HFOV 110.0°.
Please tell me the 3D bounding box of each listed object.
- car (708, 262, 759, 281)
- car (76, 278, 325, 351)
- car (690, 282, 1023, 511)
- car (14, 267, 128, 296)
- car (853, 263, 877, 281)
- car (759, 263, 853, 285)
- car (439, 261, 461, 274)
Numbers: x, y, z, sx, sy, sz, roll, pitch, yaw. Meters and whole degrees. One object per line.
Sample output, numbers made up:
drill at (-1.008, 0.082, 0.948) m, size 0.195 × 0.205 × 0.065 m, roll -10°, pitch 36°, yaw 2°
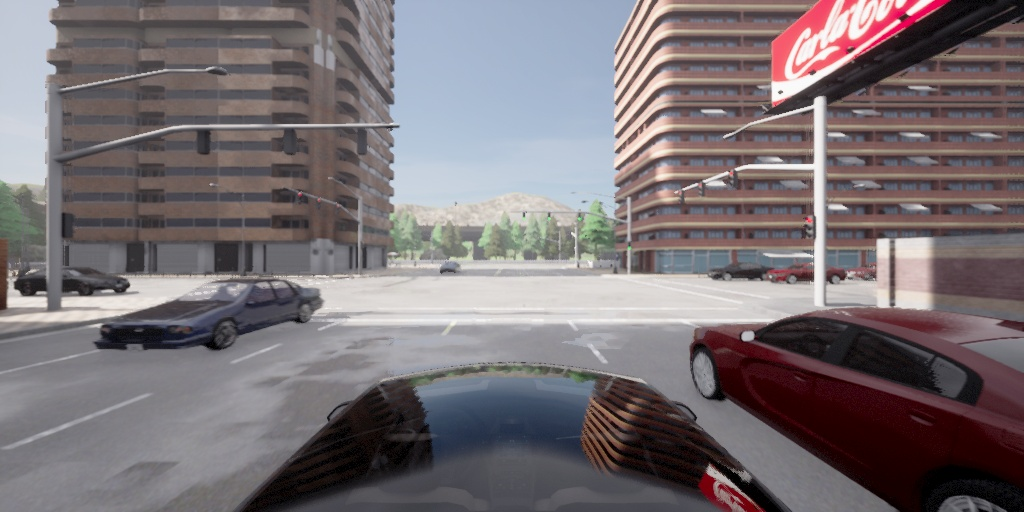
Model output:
car at (18.851, 1.257, 29.622) m, size 5.008 × 1.535 × 1.882 m, roll 0°, pitch 0°, yaw 0°
car at (-6.999, 1.304, 9.313) m, size 2.033 × 1.411 × 5.357 m, roll 0°, pitch 0°, yaw 0°
car at (3.602, 1.229, 3.404) m, size 1.882 × 1.535 × 5.008 m, roll 0°, pitch 0°, yaw 0°
car at (-22.883, 1.292, 18.729) m, size 4.674 × 1.442 × 1.812 m, roll 0°, pitch 0°, yaw -1°
car at (30.158, 1.306, 29.666) m, size 4.674 × 1.442 × 1.812 m, roll 0°, pitch 0°, yaw -1°
car at (21.323, 1.254, 26.135) m, size 5.008 × 1.535 × 1.882 m, roll 0°, pitch 0°, yaw 0°
car at (-6.991, 1.300, 41.211) m, size 2.033 × 1.411 × 5.357 m, roll 0°, pitch 0°, yaw 0°
